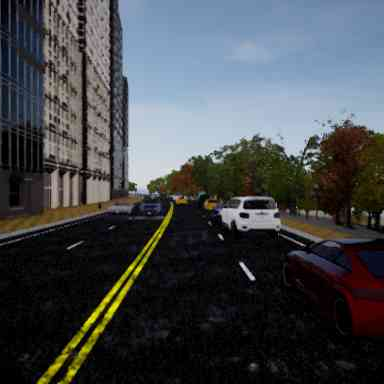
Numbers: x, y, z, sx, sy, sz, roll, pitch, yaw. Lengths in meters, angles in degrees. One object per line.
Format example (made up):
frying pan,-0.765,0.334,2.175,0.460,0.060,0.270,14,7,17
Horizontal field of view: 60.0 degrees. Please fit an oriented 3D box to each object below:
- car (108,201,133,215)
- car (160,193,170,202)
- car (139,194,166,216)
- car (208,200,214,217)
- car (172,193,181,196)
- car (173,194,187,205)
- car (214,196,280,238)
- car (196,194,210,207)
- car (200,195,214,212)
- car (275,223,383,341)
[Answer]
car,-7.264,1.644,34.205,1.895,1.301,4.718,0,0,-2
car,-6.176,1.192,73.350,2.150,2.045,5.566,0,0,-4
car,-3.956,1.391,32.717,2.097,1.767,4.553,0,0,-2
car,2.792,1.631,28.681,1.895,1.301,4.718,0,0,-2
car,-3.467,1.275,80.059,2.150,2.045,5.566,0,0,-5
car,-1.915,1.531,59.405,1.882,1.535,5.008,0,0,-4
car,2.912,1.243,17.961,2.150,2.045,5.566,0,0,-7
car,1.846,1.268,50.775,2.150,2.045,5.566,0,0,-3
car,2.376,1.496,39.890,1.801,1.575,5.366,0,0,-2
car,3.223,1.571,6.543,1.994,1.385,4.181,0,0,0
